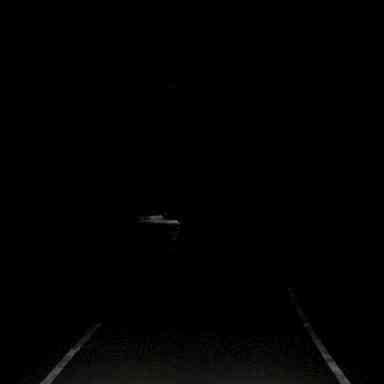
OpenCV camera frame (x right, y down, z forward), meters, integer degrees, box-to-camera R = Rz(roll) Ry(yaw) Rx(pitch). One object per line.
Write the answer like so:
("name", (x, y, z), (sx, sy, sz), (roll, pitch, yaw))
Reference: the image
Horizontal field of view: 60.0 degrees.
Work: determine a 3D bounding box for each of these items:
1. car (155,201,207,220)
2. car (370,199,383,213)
("car", (-0.613, 1.521, 28.703), (1.812, 1.442, 4.674), (0, 0, 42))
("car", (21.028, 1.472, 35.002), (5.008, 1.535, 1.882), (0, 0, -23))
